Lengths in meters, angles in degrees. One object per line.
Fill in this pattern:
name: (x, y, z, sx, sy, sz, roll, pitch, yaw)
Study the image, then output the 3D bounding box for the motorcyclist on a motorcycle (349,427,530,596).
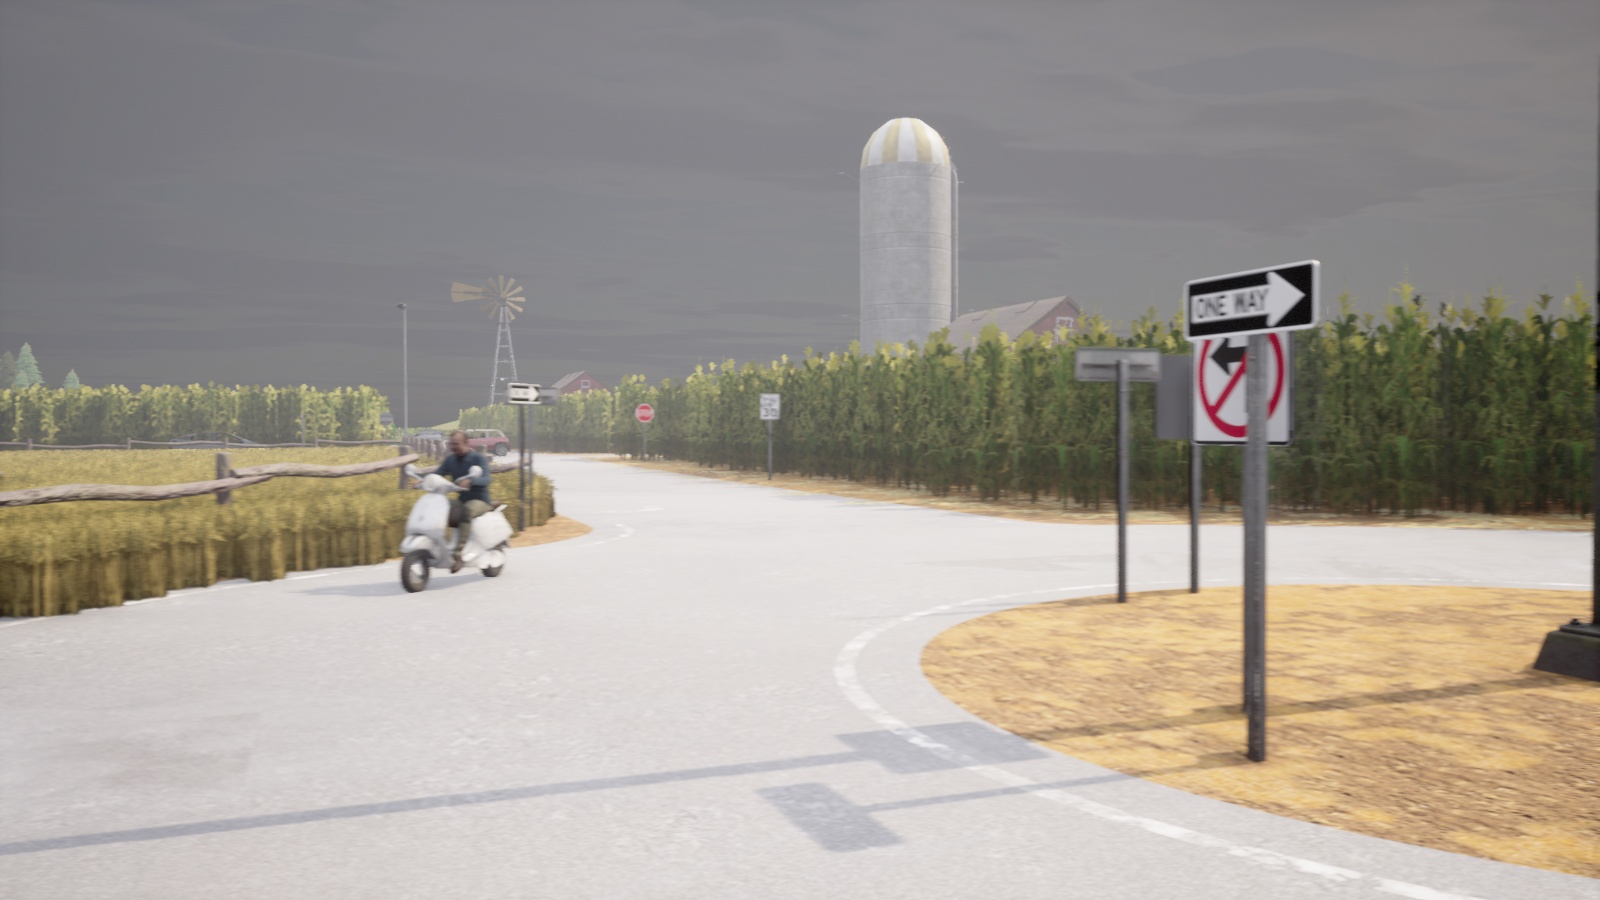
motorcyclist on a motorcycle: (-3.632, 0.568, 12.826, 0.866, 1.590, 1.817, 1, 1, 20)

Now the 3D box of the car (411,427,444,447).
car: (-26.746, -0.947, 90.173, 1.994, 1.385, 4.181, 0, 1, -20)

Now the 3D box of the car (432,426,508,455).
car: (-17.910, -0.543, 68.166, 3.806, 1.475, 1.970, -1, 2, -20)

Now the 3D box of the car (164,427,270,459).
car: (-28.279, -0.355, 61.022, 4.514, 1.525, 2.007, -1, 1, -20)
